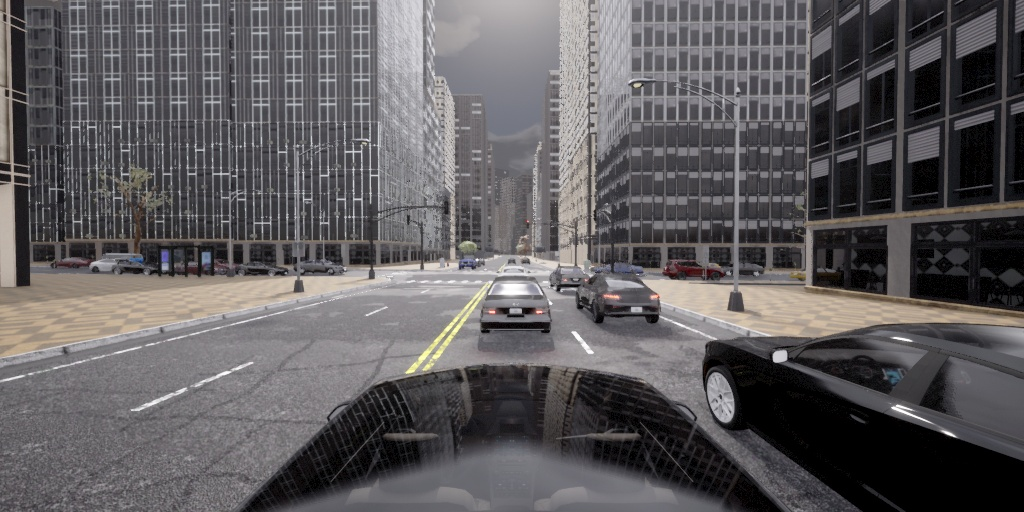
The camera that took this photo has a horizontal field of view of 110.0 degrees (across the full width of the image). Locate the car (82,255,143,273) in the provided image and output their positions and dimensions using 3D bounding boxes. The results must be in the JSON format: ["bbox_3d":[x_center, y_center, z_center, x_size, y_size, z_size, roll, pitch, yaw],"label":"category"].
[{"bbox_3d":[-39.170,0.939,35.701,4.674,1.442,1.812,1,1,1],"label":"car"}]

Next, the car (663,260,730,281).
[{"bbox_3d":[16.174,1.267,32.159,5.009,1.841,2.192,0,0,1],"label":"car"}]

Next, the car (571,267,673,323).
[{"bbox_3d":[3.345,1.271,11.922,1.812,1.442,4.674,0,0,0],"label":"car"}]

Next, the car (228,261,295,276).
[{"bbox_3d":[-22.751,1.172,32.661,4.313,1.339,1.948,0,0,1],"label":"car"}]

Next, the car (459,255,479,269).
[{"bbox_3d":[-6.631,0.932,53.883,2.150,2.045,5.566,0,0,0],"label":"car"}]

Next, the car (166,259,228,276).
[{"bbox_3d":[-28.435,1.136,32.791,4.207,1.307,1.802,0,0,1],"label":"car"}]

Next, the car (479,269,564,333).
[{"bbox_3d":[0.096,1.293,10.652,2.033,1.411,5.357,0,0,0],"label":"car"}]

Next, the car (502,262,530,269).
[{"bbox_3d":[0.089,1.265,20.243,1.812,1.442,4.674,0,0,0],"label":"car"}]

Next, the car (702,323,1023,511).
[{"bbox_3d":[3.344,1.227,2.575,1.882,1.535,5.008,0,0,0],"label":"car"}]

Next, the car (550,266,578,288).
[{"bbox_3d":[3.340,1.286,21.333,2.033,1.411,5.357,0,0,0],"label":"car"}]

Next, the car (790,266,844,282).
[{"bbox_3d":[27.623,1.577,31.970,4.829,1.417,1.751,0,0,1],"label":"car"}]

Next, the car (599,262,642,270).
[{"bbox_3d":[11.081,1.361,38.020,5.357,1.411,2.033,0,1,1],"label":"car"}]

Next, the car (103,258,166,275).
[{"bbox_3d":[-34.116,1.067,32.960,4.313,1.339,1.948,0,0,1],"label":"car"}]

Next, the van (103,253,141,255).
[{"bbox_3d":[-45.313,0.603,41.613,3.998,1.789,1.690,0,0,1],"label":"van"}]

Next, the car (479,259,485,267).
[{"bbox_3d":[-6.604,1.190,63.801,2.128,1.511,4.902,0,0,0],"label":"car"}]

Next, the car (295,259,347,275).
[{"bbox_3d":[-18.821,1.089,35.290,4.902,1.511,2.128,1,1,1],"label":"car"}]

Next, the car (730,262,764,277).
[{"bbox_3d":[23.784,1.428,37.812,4.892,1.490,1.837,0,1,1],"label":"car"}]

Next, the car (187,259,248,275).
[{"bbox_3d":[-29.084,1.030,35.493,4.674,1.442,1.812,0,1,1],"label":"car"}]
